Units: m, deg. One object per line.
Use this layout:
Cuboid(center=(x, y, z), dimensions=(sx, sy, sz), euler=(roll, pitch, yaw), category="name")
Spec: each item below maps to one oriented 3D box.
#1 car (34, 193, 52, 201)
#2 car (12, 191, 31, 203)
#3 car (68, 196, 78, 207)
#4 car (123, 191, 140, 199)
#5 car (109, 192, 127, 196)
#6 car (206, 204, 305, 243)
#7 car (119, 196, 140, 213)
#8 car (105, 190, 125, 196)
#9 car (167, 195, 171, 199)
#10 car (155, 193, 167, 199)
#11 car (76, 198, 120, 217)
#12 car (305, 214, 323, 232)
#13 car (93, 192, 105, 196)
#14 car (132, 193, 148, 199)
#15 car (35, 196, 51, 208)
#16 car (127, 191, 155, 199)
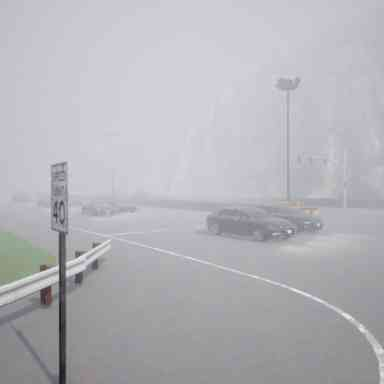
Cuboid(center=(-26.766, 0.897, 59.564), dimensions=(1.895, 1.301, 4.718), euler=(0, 1, -38), category="car")
Cuboid(center=(-29.523, 0.916, 57.408), dimensions=(2.150, 2.045, 5.566), euler=(0, 1, -38), category="car")
Cuboid(center=(-16.974, 1.278, 46.880), dimensions=(1.882, 1.535, 5.008), euler=(0, 1, -38), category="car")
Cuboid(center=(-14.058, 0.740, 77.407), dimensions=(2.097, 1.767, 4.553), euler=(0, 1, -38), category="car")
Cuboid(center=(-14.527, 1.182, 66.803), dimensions=(1.895, 1.301, 4.718), euler=(0, 1, -38), category="car")
Cuboid(center=(2.704, 1.478, 16.231), dimensions=(1.837, 1.490, 4.892), euler=(0, 0, -38), category="car")
Cuboid(center=(-7.765, 1.453, 35.092), dimensions=(2.033, 1.411, 5.357), euler=(0, 0, -38), category="car")
Cuboid(center=(-16.843, 0.660, 75.288), dimensions=(2.150, 2.045, 5.566), euler=(0, 1, -38), category="car")
Cuboid(center=(-6.701, 1.147, 73.693), dimensions=(1.895, 1.301, 4.718), euler=(0, 1, -38), category="car")
Cuboid(center=(-7.898, 0.950, 69.524), dimensions=(2.097, 1.767, 4.553), euler=(0, 1, -38), category="car")
Cuboid(center=(-8.714, 1.453, 30.643), dimensions=(1.812, 1.442, 4.674), euler=(0, 0, -38), category="car")
Cuboid(center=(4.994, 1.469, 18.977), dimensions=(1.837, 1.490, 4.892), euler=(0, 0, -38), category="car")
Cuboid(center=(-20.870, 0.757, 74.765), dimensions=(2.097, 1.767, 4.553), euler=(0, 1, -38), category="car")
Cuboid(center=(-12.687, 0.901, 81.340), dimensions=(1.812, 1.442, 4.674), euler=(0, 1, -38), category="car")
Cuboid(center=(-18.915, 1.423, 43.675), dimensions=(1.895, 1.301, 4.718), euler=(0, 1, -38), category="car")
Cuboid(center=(-10.358, 0.830, 67.151), dimensions=(2.150, 2.045, 5.566), euler=(0, 1, -38), category="car")
